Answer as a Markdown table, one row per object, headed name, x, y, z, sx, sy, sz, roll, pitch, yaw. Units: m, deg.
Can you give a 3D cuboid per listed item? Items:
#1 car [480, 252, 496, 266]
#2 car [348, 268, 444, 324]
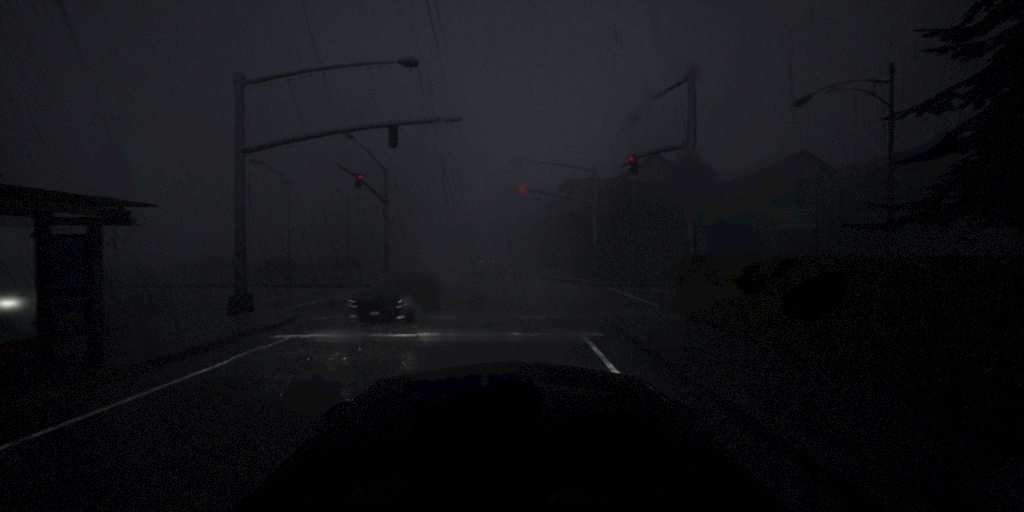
| name | x | y | z | sx | sy | sz | roll | pitch | yaw |
| --- | --- | --- | --- | --- | --- | --- | --- | --- | --- |
| car | -3.606 | 0.369 | 55.335 | 2.150 | 2.045 | 5.566 | 0 | 1 | 0 |
| car | -3.517 | 1.239 | 11.674 | 1.882 | 1.535 | 5.008 | 0 | -1 | 0 |
